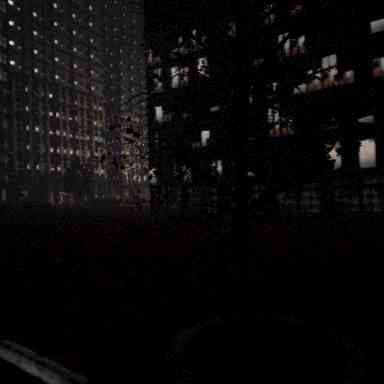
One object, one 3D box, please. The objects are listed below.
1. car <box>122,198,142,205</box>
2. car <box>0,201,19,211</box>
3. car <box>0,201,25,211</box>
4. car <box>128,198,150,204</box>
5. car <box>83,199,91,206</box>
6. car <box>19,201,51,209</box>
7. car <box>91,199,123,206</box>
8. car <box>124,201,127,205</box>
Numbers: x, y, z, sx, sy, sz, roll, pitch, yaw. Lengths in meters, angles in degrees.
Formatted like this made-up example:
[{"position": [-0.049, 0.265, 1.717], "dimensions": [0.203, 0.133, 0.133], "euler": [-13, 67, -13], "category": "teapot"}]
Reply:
[{"position": [-13.884, 2.185, 77.122], "dimensions": [2.008, 1.369, 4.403], "euler": [-3, -1, 35], "category": "car"}, {"position": [-26.384, 1.880, 45.065], "dimensions": [1.967, 1.590, 4.097], "euler": [-3, -1, 35], "category": "car"}, {"position": [-29.933, 2.290, 54.008], "dimensions": [1.752, 1.417, 4.829], "euler": [-3, -1, 35], "category": "car"}, {"position": [-10.351, 1.831, 68.133], "dimensions": [1.752, 1.417, 4.829], "euler": [-3, -1, 35], "category": "car"}, {"position": [-20.268, 2.124, 67.934], "dimensions": [1.967, 1.590, 4.097], "euler": [-3, -1, 35], "category": "car"}, {"position": [-23.195, 1.994, 49.650], "dimensions": [1.802, 1.307, 4.206], "euler": [-3, -1, 35], "category": "car"}, {"position": [-17.114, 2.086, 67.732], "dimensions": [2.033, 1.411, 5.357], "euler": [-3, -1, 35], "category": "car"}, {"position": [-17.074, 2.204, 72.527], "dimensions": [1.887, 1.381, 4.507], "euler": [-3, -1, 35], "category": "car"}]
